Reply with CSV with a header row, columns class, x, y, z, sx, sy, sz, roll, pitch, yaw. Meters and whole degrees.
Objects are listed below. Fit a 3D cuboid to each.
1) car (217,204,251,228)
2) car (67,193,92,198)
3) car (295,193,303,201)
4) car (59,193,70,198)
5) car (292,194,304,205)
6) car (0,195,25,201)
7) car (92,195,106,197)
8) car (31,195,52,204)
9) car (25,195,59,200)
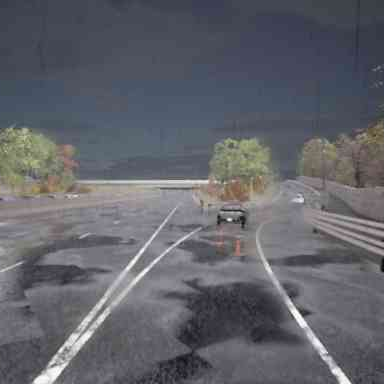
class,x,y,z,sx,sy,sz,roll,pitch,yaw
car,2.959,1.597,22.962,2.128,1.511,4.902,2,-2,15
car,-21.621,1.440,64.102,2.128,1.511,4.902,0,0,0
car,25.563,1.237,79.325,1.812,1.442,4.674,0,4,18
car,-25.117,1.442,63.902,1.812,1.442,4.674,0,0,-1
car,22.030,1.552,69.474,2.150,2.045,5.566,0,3,20
car,-25.019,1.269,47.885,2.097,1.767,4.553,0,0,0
car,-21.767,1.307,80.062,2.033,1.411,5.357,0,0,-1
car,-28.613,1.410,63.513,1.837,1.490,4.892,0,0,-1
car,-21.524,1.276,48.034,2.097,1.767,4.553,0,0,0
